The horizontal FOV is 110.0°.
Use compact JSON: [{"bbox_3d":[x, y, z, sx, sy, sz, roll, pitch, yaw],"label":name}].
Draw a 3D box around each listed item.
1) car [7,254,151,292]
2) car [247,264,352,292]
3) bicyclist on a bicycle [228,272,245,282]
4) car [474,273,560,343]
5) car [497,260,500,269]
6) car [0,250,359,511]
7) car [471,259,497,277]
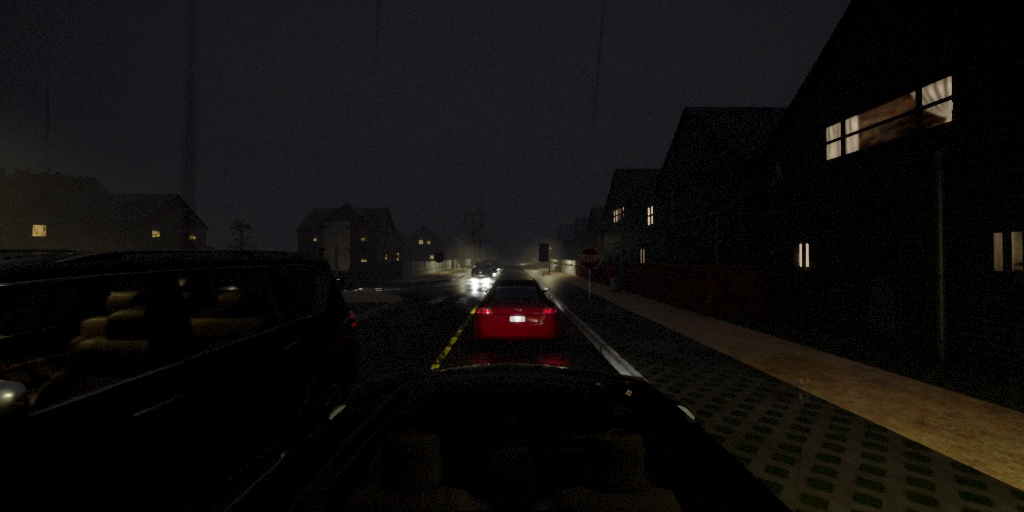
[{"bbox_3d":[-24.546,0.954,20.507,5.566,2.045,2.150,0,-1,0],"label":"car"},{"bbox_3d":[-12.143,1.244,20.723,4.892,1.490,1.837,0,-1,-3],"label":"car"},{"bbox_3d":[-20.251,1.101,26.399,0.582,1.620,1.656,0,0,-1],"label":"bicyclist on a bicycle"},{"bbox_3d":[0.092,1.316,9.660,1.994,1.385,4.181,0,0,-1],"label":"car"},{"bbox_3d":[-2.914,1.245,44.816,1.882,1.535,5.008,0,0,0],"label":"car"},{"bbox_3d":[-2.850,0.971,1.962,2.150,2.045,5.566,0,0,0],"label":"car"},{"bbox_3d":[-2.903,1.253,35.500,2.128,1.511,4.902,0,0,0],"label":"car"}]
